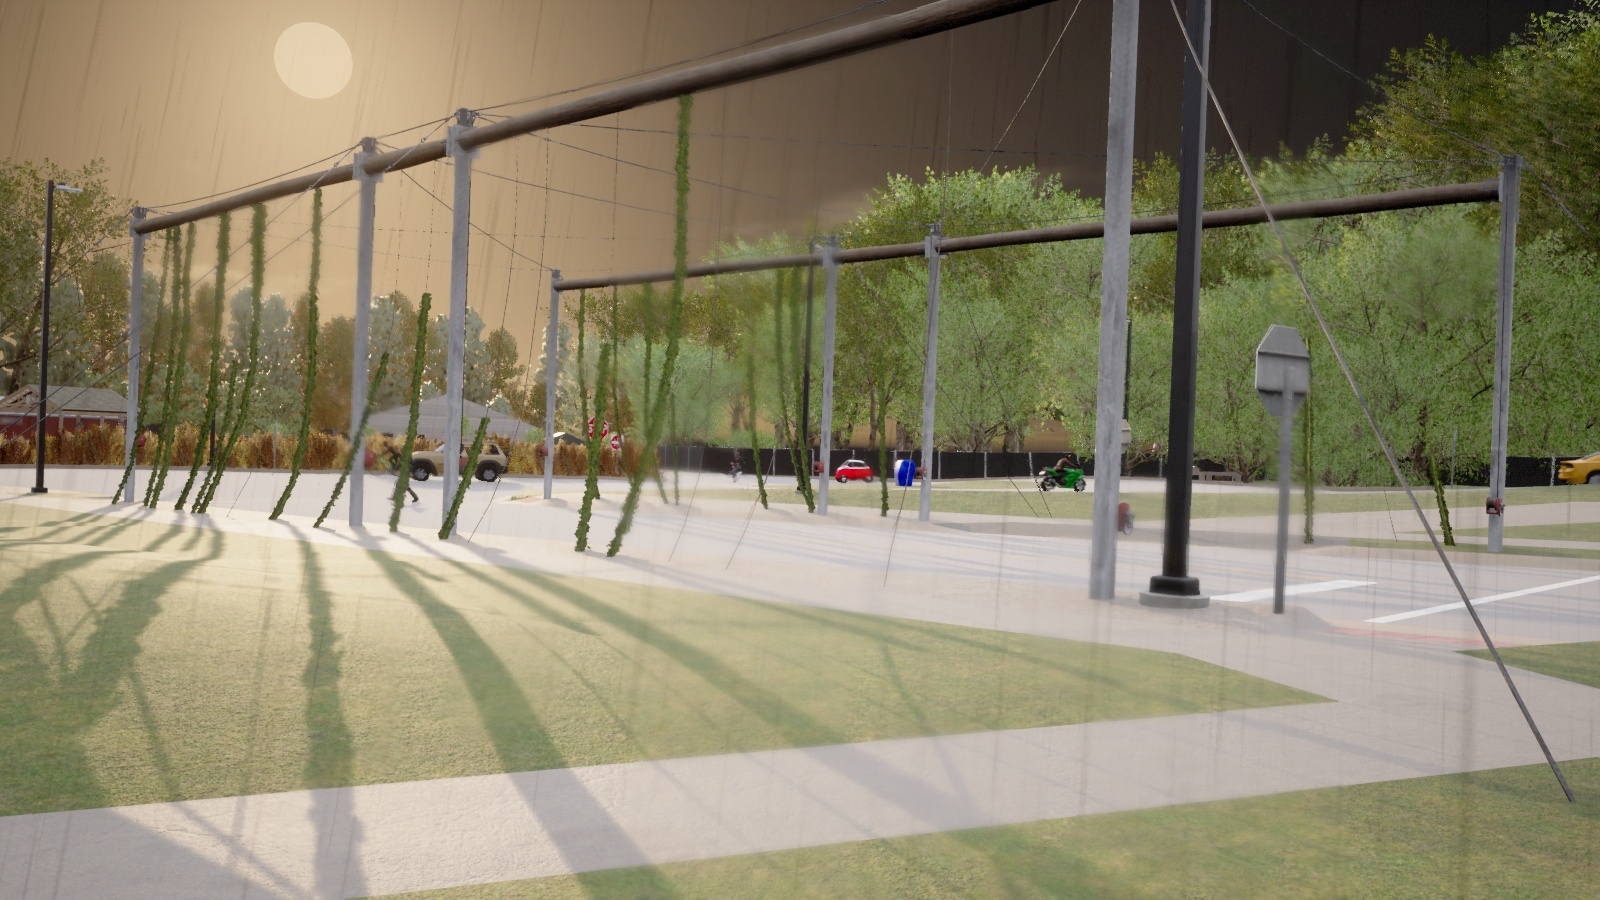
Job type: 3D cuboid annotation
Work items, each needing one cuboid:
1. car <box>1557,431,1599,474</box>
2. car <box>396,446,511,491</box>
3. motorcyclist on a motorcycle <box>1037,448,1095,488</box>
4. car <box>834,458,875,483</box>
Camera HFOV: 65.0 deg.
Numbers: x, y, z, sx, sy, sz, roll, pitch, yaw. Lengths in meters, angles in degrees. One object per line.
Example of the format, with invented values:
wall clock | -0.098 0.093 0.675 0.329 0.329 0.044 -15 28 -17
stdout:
car | 31.794 -0.026 47.565 5.008 1.535 1.882 -4 -1 21
car | -15.126 0.773 54.797 4.605 1.855 1.932 0 1 -23
motorcyclist on a motorcycle | 10.266 0.682 48.434 2.044 1.523 0.797 0 -1 -21
car | 3.182 1.196 73.594 2.207 1.376 1.481 0 -1 -4
